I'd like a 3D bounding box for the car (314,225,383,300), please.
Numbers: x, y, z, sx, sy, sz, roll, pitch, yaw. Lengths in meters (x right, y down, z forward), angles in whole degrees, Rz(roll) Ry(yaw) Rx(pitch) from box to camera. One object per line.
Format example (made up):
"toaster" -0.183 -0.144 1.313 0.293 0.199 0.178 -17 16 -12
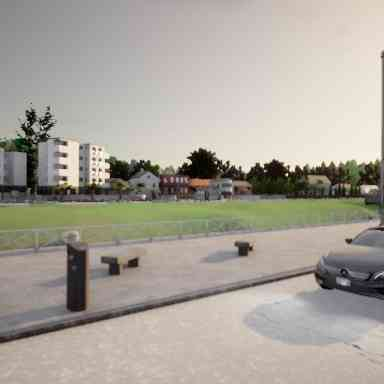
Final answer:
"car" 4.941 1.563 8.059 4.674 1.442 1.812 0 0 -36
